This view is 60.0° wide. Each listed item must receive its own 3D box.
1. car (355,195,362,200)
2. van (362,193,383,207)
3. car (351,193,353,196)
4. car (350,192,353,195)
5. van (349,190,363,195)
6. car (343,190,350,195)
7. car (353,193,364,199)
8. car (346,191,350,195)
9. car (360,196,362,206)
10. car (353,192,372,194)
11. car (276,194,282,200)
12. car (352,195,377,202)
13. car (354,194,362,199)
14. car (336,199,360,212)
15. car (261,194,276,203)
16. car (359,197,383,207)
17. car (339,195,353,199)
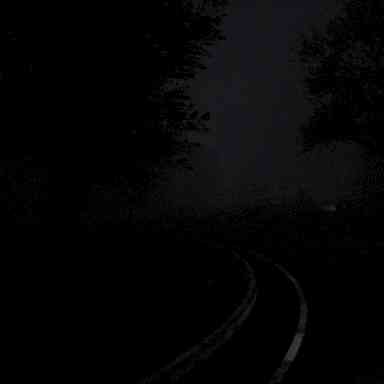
[{"bbox_3d":[29.690,1.662,53.626,5.366,1.575,1.946,0,1,22],"label":"car"},{"bbox_3d":[27.706,1.548,48.438,4.442,1.987,1.878,0,1,22],"label":"van"},{"bbox_3d":[34.976,1.438,66.455,4.674,1.452,2.002,0,1,22],"label":"car"},{"bbox_3d":[35.996,1.344,69.035,5.008,1.535,2.097,0,1,22],"label":"car"},{"bbox_3d":[38.154,1.014,74.146,4.442,1.987,1.878,0,1,22],"label":"van"},{"bbox_3d":[41.967,1.029,84.580,5.366,1.575,1.946,0,1,22],"label":"car"},{"bbox_3d":[32.937,1.503,61.292,5.008,1.535,2.097,0,1,22],"label":"car"},{"bbox_3d":[40.066,1.165,79.363,4.792,1.488,2.163,0,1,22],"label":"car"},{"bbox_3d":[28.867,1.749,50.966,4.792,1.488,2.163,0,1,22],"label":"car"},{"bbox_3d":[33.983,1.325,63.860,4.553,1.767,2.185,0,1,22],"label":"car"},{"bbox_3d":[21.714,1.243,84.092,2.033,1.411,5.357,0,1,22],"label":"car"},{"bbox_3d":[37.022,1.332,71.616,4.674,1.452,2.002,0,1,22],"label":"car"},{"bbox_3d":[31.903,1.558,58.717,4.892,1.521,2.231,0,1,22],"label":"car"},{"bbox_3d":[20.834,1.955,45.098,1.895,1.301,4.718,0,0,14],"label":"car"},{"bbox_3d":[15.340,1.527,67.813,1.994,1.385,4.181,0,1,22],"label":"car"},{"bbox_3d":[30.913,1.640,56.126,4.792,1.488,2.163,0,1,22],"label":"car"},{"bbox_3d":[24.355,1.733,53.461,1.837,1.490,4.892,0,1,22],"label":"car"}]
